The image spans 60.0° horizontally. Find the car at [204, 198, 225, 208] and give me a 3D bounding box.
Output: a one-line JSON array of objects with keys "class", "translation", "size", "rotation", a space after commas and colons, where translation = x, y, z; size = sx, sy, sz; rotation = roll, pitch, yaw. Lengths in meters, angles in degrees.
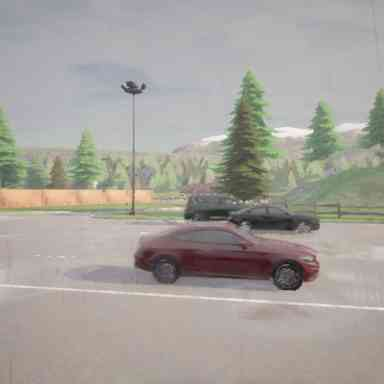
[{"class": "car", "translation": [3.395, 1.569, 49.457], "size": [1.994, 1.385, 4.181], "rotation": [0, 0, 21]}]

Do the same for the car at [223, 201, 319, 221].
[{"class": "car", "translation": [4.473, 1.480, 18.604], "size": [5.008, 1.535, 1.882], "rotation": [0, 0, 11]}]

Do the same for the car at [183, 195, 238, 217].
[{"class": "car", "translation": [2.142, 1.224, 22.630], "size": [5.566, 2.045, 2.150], "rotation": [0, 0, 11]}]

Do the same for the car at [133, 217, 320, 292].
[{"class": "car", "translation": [0.799, 1.526, 8.627], "size": [4.674, 1.442, 1.812], "rotation": [0, 0, 11]}]
